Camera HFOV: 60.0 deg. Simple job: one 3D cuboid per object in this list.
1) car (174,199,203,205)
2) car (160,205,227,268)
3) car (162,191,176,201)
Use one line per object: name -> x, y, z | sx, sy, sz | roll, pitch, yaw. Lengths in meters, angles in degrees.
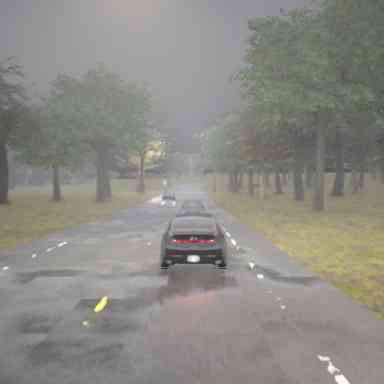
car -> 0.047, 1.297, 23.823 | 2.033, 1.411, 5.357 | 0, 1, 0
car -> 0.062, 1.393, 10.764 | 1.837, 1.490, 4.892 | 0, 1, 1
car -> -3.566, 0.574, 51.917 | 1.882, 1.535, 5.008 | 0, 2, 0
